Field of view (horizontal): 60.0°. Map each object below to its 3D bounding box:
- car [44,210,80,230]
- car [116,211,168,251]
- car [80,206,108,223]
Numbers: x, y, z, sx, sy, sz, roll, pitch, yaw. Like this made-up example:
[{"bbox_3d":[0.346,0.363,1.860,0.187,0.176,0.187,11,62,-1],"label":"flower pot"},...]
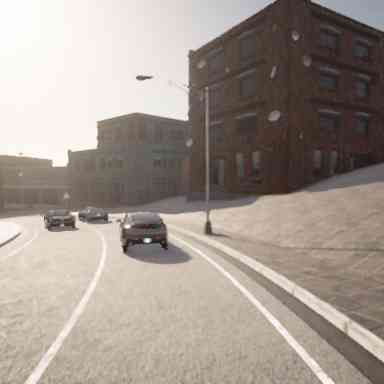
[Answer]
[{"bbox_3d":[-9.759,2.008,24.503,1.895,1.301,4.718,-1,-1,-27],"label":"car"},{"bbox_3d":[-2.259,1.600,14.842,1.837,1.490,4.892,-1,-1,-14],"label":"car"},{"bbox_3d":[-9.309,2.050,31.039,1.994,1.385,4.181,-2,-1,-32],"label":"car"}]
